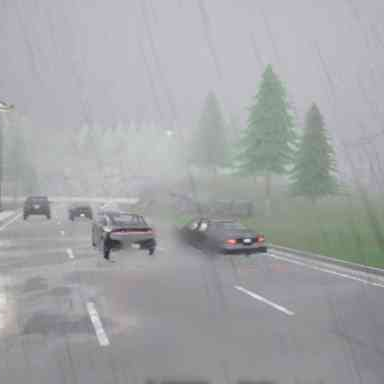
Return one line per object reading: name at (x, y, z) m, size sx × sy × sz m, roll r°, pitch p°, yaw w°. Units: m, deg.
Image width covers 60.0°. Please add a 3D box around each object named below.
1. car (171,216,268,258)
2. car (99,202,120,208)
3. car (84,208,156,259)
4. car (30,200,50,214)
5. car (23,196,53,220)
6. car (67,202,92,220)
car at (0.859, 1.696, 13.498) m, size 2.033 × 1.411 × 5.357 m, roll 1°, pitch -1°, yaw -23°
car at (-9.062, 1.799, 36.440) m, size 1.812 × 1.442 × 4.674 m, roll 1°, pitch -1°, yaw -23°
car at (-2.833, 1.596, 13.223) m, size 2.128 × 1.511 × 4.902 m, roll 1°, pitch -1°, yaw -23°
car at (-18.222, 1.757, 40.030) m, size 2.033 × 1.411 × 5.357 m, roll 1°, pitch -1°, yaw -23°
car at (-14.027, 1.378, 30.289) m, size 2.150 × 2.045 × 5.566 m, roll 1°, pitch -1°, yaw -23°
car at (-10.154, 1.702, 30.151) m, size 1.837 × 1.490 × 4.892 m, roll 1°, pitch -1°, yaw -23°
